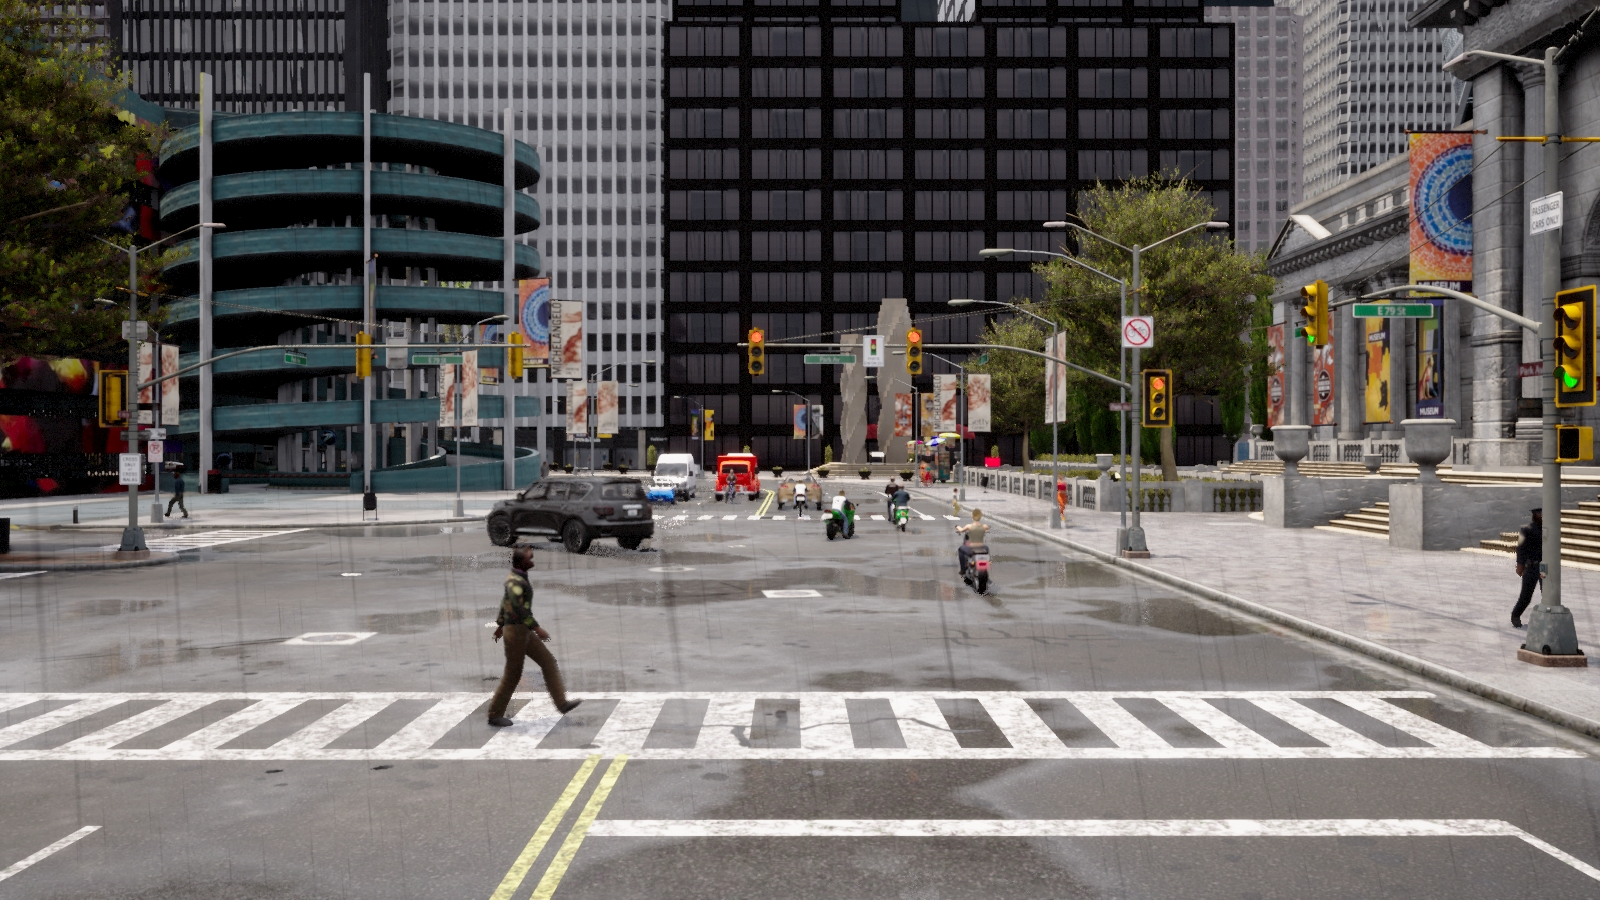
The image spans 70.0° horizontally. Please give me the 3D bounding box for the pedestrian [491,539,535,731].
[{"bbox_3d":[-2.878,1.843,11.467,0.375,1.860,0.375,0,0,-7],"label":"pedestrian"}]

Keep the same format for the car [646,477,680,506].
[{"bbox_3d":[-6.988,2.098,58.266,1.481,1.376,2.207,0,0,0],"label":"car"}]

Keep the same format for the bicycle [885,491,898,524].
[{"bbox_3d":[3.501,2.193,43.770,0.329,1.171,1.835,0,0,0],"label":"bicycle"}]

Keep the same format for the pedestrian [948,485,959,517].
[{"bbox_3d":[6.334,2.111,47.047,0.375,1.300,0.375,0,0,20],"label":"pedestrian"}]

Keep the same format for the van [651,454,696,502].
[{"bbox_3d":[-7.042,1.510,64.165,1.988,2.561,5.915,0,0,-1],"label":"van"}]

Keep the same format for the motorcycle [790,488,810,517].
[{"bbox_3d":[-0.001,2.194,47.974,0.803,1.145,2.033,0,0,0],"label":"motorcycle"}]

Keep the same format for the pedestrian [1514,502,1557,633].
[{"bbox_3d":[10.644,1.689,16.539,0.375,1.860,0.375,0,0,2],"label":"pedestrian"}]

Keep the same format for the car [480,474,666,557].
[{"bbox_3d":[-6.491,1.767,32.314,5.566,2.045,2.150,0,0,40],"label":"car"}]

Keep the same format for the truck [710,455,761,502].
[{"bbox_3d":[-3.541,1.543,64.074,2.627,2.467,5.204,0,0,-1],"label":"truck"}]

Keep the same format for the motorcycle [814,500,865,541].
[{"bbox_3d":[1.262,2.200,35.827,0.803,1.145,2.033,0,0,27],"label":"motorcycle"}]

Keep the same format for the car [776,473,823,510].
[{"bbox_3d":[0.000,1.970,55.401,2.152,1.651,5.027,0,0,0],"label":"car"}]

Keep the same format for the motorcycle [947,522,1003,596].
[{"bbox_3d":[3.501,2.160,23.050,0.764,1.277,2.356,0,0,0],"label":"motorcycle"}]

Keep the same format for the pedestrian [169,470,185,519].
[{"bbox_3d":[-23.539,1.679,43.159,0.375,1.860,0.375,0,0,5],"label":"pedestrian"}]

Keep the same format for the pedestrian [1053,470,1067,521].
[{"bbox_3d":[9.579,1.680,42.073,0.375,1.860,0.375,0,0,-15],"label":"pedestrian"}]

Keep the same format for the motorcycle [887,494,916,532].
[{"bbox_3d":[3.525,2.167,39.676,0.856,1.236,1.805,0,0,0],"label":"motorcycle"}]
